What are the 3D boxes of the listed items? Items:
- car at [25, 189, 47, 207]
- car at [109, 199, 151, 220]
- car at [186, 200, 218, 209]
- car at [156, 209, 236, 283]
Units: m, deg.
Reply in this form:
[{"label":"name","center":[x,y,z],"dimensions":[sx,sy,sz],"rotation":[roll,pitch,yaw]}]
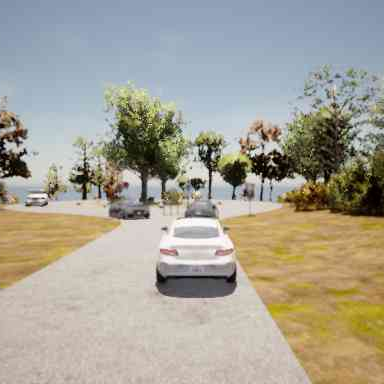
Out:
[{"label":"car","center":[-18.637,0.660,39.831],"dimensions":[2.150,2.045,5.566],"rotation":[-1,1,-23]},{"label":"car","center":[-4.568,1.221,24.150],"dimensions":[1.994,1.385,4.181],"rotation":[0,1,-31]},{"label":"car","center":[0.711,1.242,22.702],"dimensions":[1.994,1.385,4.181],"rotation":[0,1,9]},{"label":"car","center":[0.100,1.396,9.112],"dimensions":[1.812,1.442,4.674],"rotation":[0,0,0]}]
